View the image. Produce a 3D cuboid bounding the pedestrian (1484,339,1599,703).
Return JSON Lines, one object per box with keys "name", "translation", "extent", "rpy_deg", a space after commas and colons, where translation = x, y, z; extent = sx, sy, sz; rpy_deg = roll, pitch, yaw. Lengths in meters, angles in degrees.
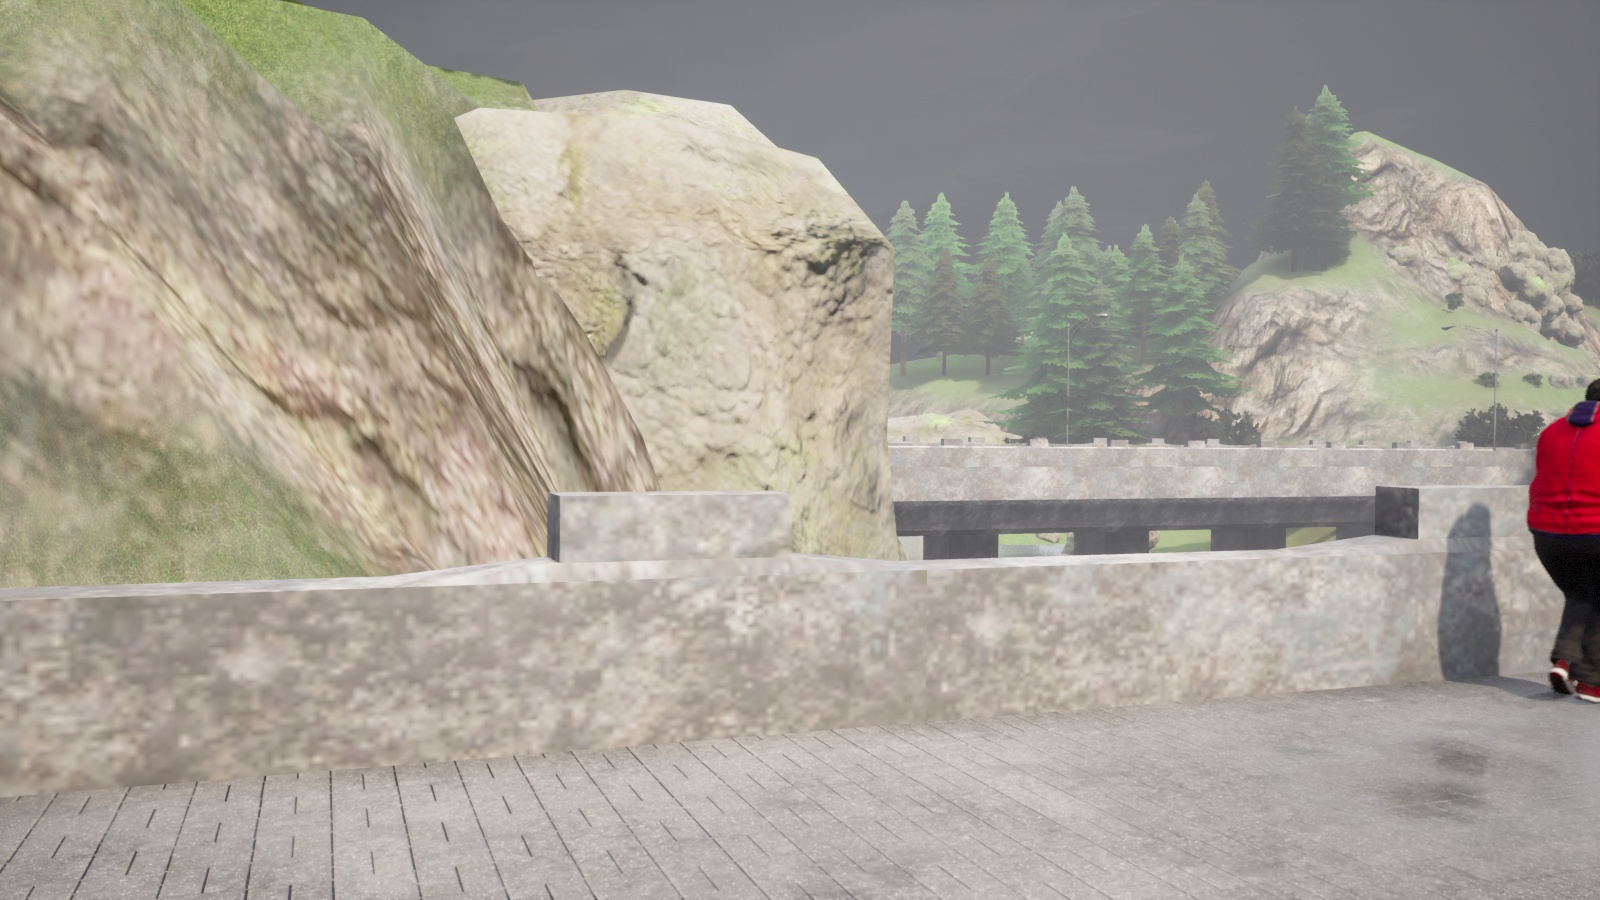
{"name": "pedestrian", "translation": [4.296, 0.351, 6.813], "extent": [0.899, 1.844, 0.634], "rpy_deg": [-1, 1, -29]}
